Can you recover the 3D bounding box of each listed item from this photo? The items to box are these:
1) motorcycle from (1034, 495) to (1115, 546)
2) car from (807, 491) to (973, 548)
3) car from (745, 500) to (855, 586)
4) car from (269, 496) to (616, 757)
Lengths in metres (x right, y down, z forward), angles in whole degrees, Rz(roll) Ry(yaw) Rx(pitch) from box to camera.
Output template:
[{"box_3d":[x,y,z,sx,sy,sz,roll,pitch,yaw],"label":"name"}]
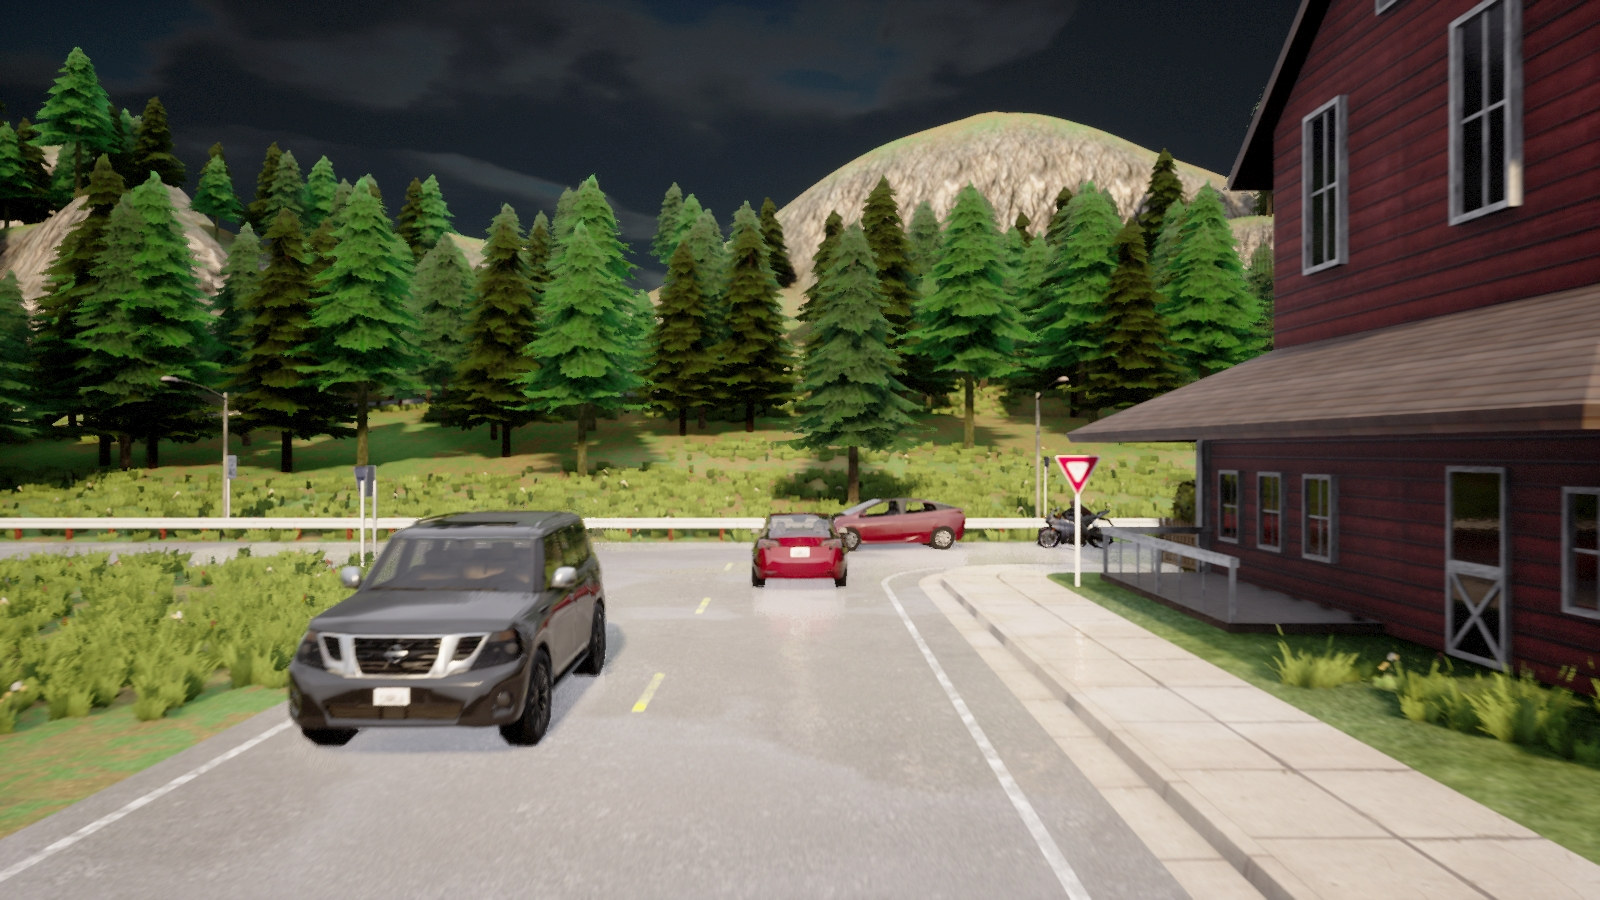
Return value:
[{"box_3d":[8.220,2.101,34.217,2.209,1.460,0.867,0,0,0],"label":"motorcycle"},{"box_3d":[2.616,2.020,33.789,4.514,1.525,2.007,0,0,-10],"label":"car"},{"box_3d":[-0.013,1.931,24.804,2.163,1.488,4.792,0,0,0],"label":"car"},{"box_3d":[-3.545,1.640,12.692,2.150,2.045,5.566,0,0,0],"label":"car"}]
